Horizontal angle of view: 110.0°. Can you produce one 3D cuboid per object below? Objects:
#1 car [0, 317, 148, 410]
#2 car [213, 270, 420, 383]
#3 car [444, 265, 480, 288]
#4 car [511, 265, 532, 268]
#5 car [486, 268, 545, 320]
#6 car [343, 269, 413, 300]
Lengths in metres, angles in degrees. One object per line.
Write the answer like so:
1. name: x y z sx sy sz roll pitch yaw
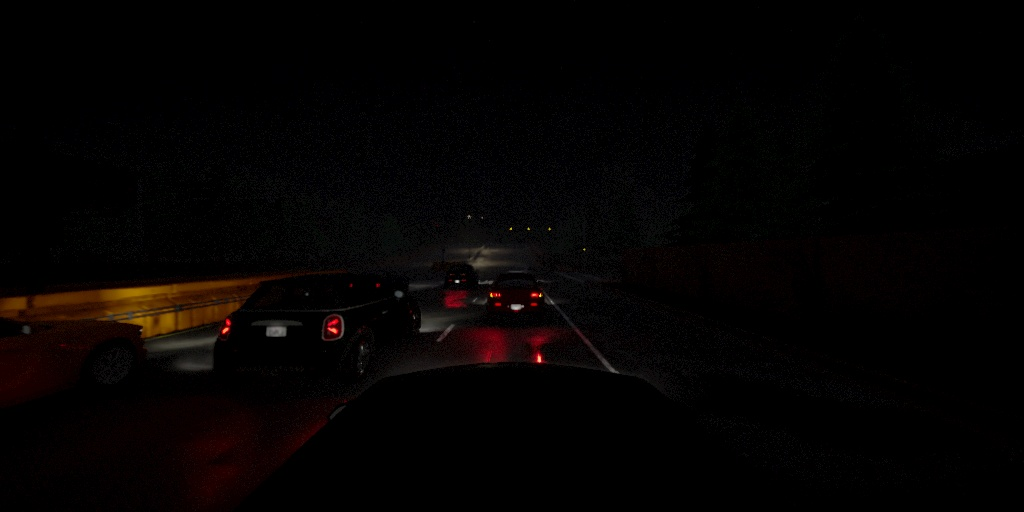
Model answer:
1. car: -6.897 1.233 3.763 1.882 1.535 5.008 0 0 0
2. car: -3.387 1.117 7.295 2.097 1.767 4.553 0 0 0
3. car: -3.351 1.320 24.381 1.837 1.490 4.892 0 0 0
4. car: 0.686 1.345 25.757 1.812 1.442 4.674 0 0 10
5. car: 0.123 1.307 12.582 1.812 1.442 4.674 0 0 0
6. car: -6.864 1.399 18.969 1.895 1.301 4.718 0 0 0
